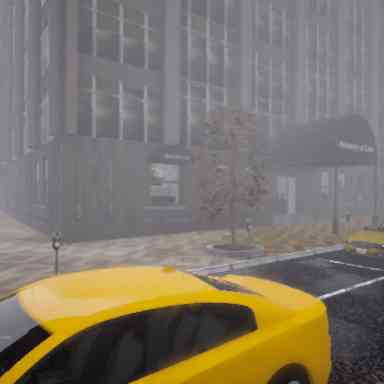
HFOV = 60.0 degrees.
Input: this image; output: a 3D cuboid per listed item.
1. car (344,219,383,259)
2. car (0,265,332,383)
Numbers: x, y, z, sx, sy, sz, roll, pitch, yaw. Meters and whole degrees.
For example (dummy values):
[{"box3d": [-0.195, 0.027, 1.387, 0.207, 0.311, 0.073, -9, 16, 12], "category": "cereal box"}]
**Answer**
[{"box3d": [7.216, 1.506, 11.698, 4.829, 1.417, 1.752, 0, 1, -35], "category": "car"}, {"box3d": [-0.898, 1.476, 2.739, 5.008, 1.535, 1.882, 0, 0, -35], "category": "car"}]
